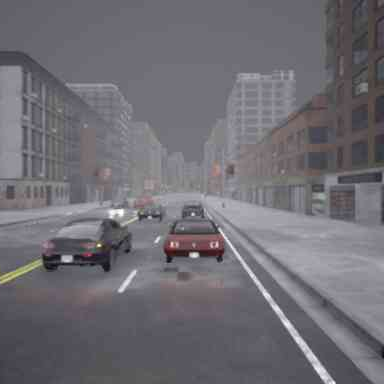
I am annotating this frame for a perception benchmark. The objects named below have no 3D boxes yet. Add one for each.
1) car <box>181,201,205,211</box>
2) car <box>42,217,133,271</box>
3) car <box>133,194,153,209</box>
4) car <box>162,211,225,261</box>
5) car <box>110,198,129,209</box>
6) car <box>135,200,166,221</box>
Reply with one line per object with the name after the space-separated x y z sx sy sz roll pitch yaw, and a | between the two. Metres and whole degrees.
0.091 1.520 28.958 1.837 1.490 4.892 0 0 0 | car
-3.169 1.532 10.780 1.812 1.442 4.674 0 0 0 | car
-6.569 1.246 45.624 2.150 2.045 5.566 0 0 0 | car
0.085 1.608 12.190 1.895 1.301 4.718 0 0 0 | car
-9.819 1.514 45.528 2.128 1.511 4.902 0 0 0 | car
-3.161 1.615 27.272 1.895 1.301 4.718 0 0 0 | car
